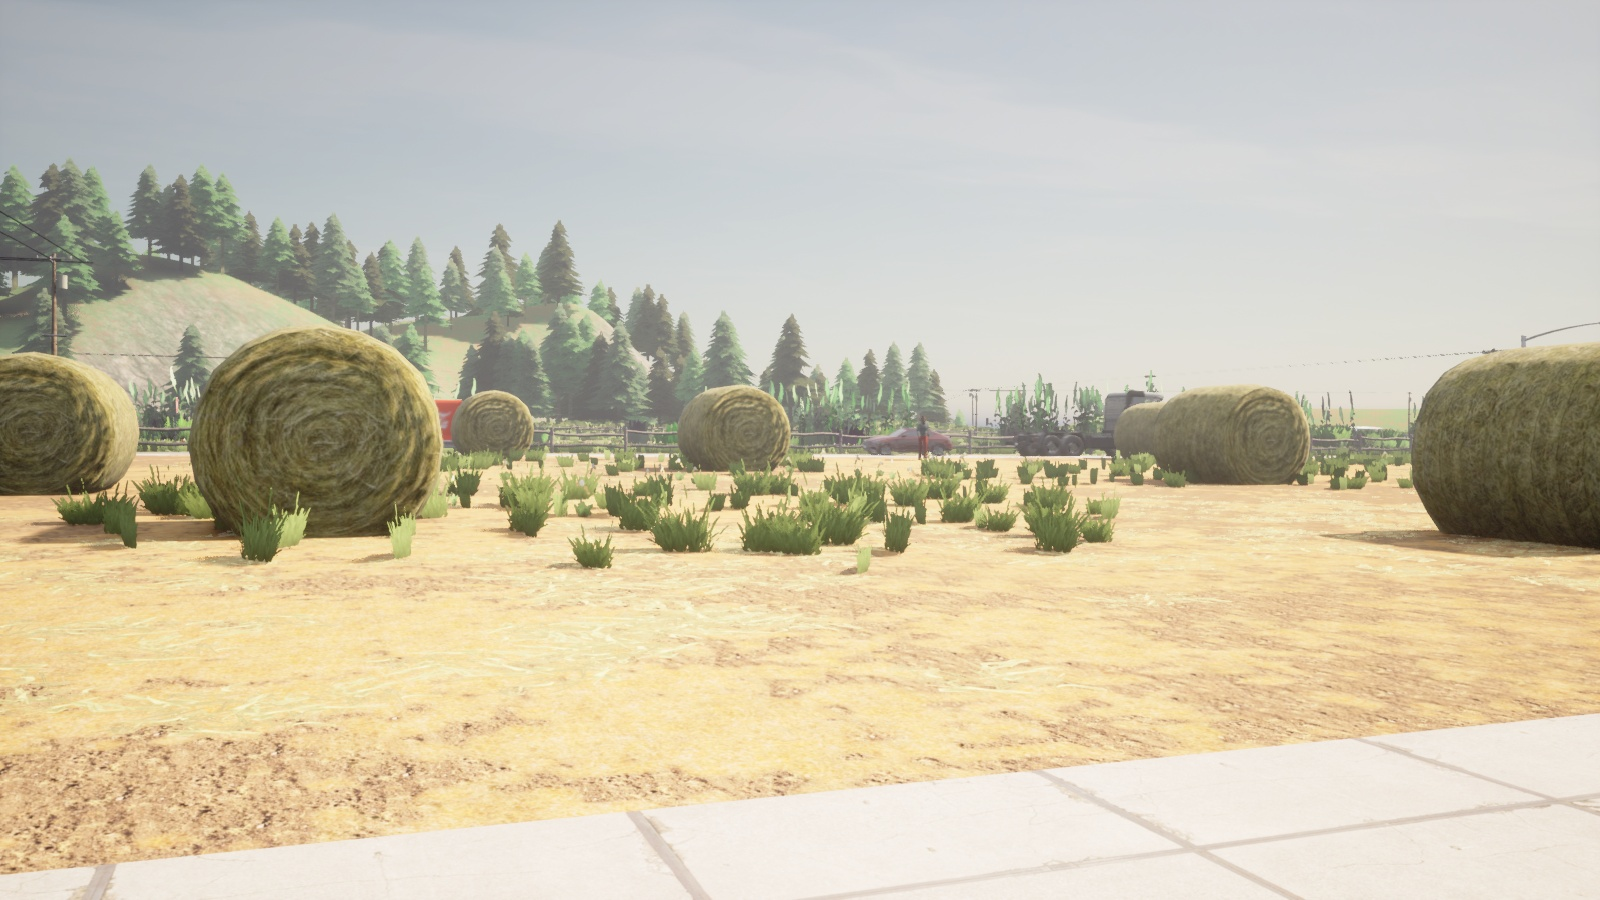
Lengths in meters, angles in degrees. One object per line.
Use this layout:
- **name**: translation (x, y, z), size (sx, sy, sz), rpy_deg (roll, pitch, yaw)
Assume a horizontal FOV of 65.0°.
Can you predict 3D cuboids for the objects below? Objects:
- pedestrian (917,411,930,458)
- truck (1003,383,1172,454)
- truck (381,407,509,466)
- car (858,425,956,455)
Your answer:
- **pedestrian**: translation (4.946, -0.622, 50.353), size (0.353, 1.847, 0.614), rpy_deg (-1, 1, -7)
- **truck**: translation (14.542, -1.621, 63.496), size (7.936, 3.462, 2.891), rpy_deg (-1, 1, -17)
- **truck**: translation (-15.361, -0.610, 54.373), size (5.204, 2.467, 2.627), rpy_deg (-1, 1, -17)
- **car**: translation (5.479, -0.530, 64.403), size (4.674, 1.442, 1.812), rpy_deg (-1, 1, -17)
